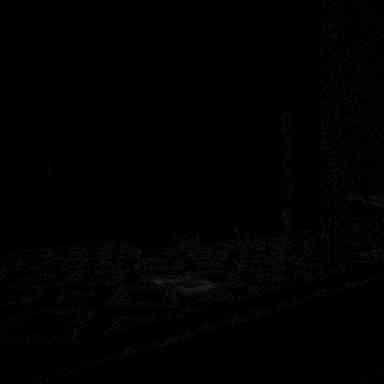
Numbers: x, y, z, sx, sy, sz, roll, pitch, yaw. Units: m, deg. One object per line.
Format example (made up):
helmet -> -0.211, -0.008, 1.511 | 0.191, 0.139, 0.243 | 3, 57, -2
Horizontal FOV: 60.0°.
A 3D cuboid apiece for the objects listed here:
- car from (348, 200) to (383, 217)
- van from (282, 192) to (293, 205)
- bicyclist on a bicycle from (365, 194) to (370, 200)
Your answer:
car -> 14.816, 1.367, 28.290 | 2.008, 1.369, 4.403 | 1, 0, -35
van -> 12.254, 0.931, 46.565 | 1.690, 1.788, 3.998 | 1, 0, -35
bicyclist on a bicycle -> 20.841, 1.031, 39.619 | 1.656, 1.620, 0.582 | 0, 1, -36
